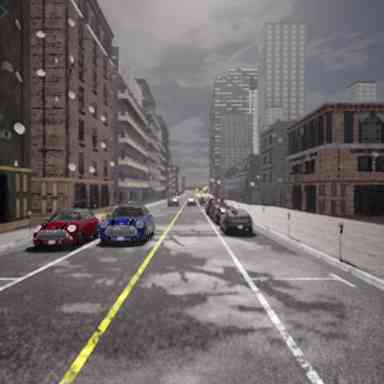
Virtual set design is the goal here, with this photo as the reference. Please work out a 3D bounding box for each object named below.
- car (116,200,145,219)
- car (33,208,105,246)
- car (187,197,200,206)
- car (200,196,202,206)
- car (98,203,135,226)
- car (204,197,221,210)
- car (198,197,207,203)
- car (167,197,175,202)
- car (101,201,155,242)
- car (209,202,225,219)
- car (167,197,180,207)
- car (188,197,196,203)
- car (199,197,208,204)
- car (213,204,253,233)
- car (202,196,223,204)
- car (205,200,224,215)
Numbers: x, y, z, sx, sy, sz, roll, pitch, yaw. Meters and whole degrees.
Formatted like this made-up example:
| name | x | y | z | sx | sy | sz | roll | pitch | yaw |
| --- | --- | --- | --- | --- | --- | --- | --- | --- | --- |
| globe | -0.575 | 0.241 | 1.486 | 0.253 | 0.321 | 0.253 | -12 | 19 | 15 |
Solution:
| name | x | y | z | sx | sy | sz | roll | pitch | yaw |
| --- | --- | --- | --- | --- | --- | --- | --- | --- | --- |
| car | -5.746 | 1.635 | 31.561 | 1.967 | 1.590 | 4.097 | -1 | 0 | 0 |
| car | -5.726 | 1.537 | 15.558 | 1.967 | 1.590 | 4.097 | -1 | 0 | 0 |
| car | -0.080 | 1.920 | 62.044 | 2.033 | 1.411 | 5.357 | 0 | 0 | 0 |
| car | 2.555 | 1.705 | 65.100 | 2.192 | 1.841 | 5.009 | -1 | 0 | 0 |
| car | -5.737 | 1.685 | 25.810 | 1.752 | 1.417 | 4.829 | -1 | 0 | 0 |
| car | 2.937 | 1.645 | 48.236 | 2.097 | 1.767 | 4.553 | 0 | 0 | 0 |
| car | 2.576 | 2.034 | 81.837 | 2.008 | 1.369 | 4.403 | -1 | 0 | 0 |
| car | -5.822 | 2.125 | 92.941 | 1.802 | 1.307 | 4.206 | -1 | 0 | 0 |
| car | -3.122 | 1.457 | 16.770 | 2.097 | 1.767 | 4.553 | 0 | 0 | 0 |
| car | 2.610 | 1.727 | 26.041 | 1.947 | 1.339 | 4.313 | -1 | 0 | 0 |
| car | -3.133 | 1.909 | 57.442 | 1.994 | 1.385 | 4.181 | 0 | 0 | 0 |
| car | -0.104 | 1.926 | 80.816 | 1.895 | 1.301 | 4.718 | 0 | 0 | 0 |
| car | 2.569 | 1.979 | 76.428 | 1.752 | 1.417 | 4.829 | -1 | 0 | 0 |
| car | 2.650 | 1.688 | 20.469 | 2.008 | 1.369 | 4.403 | -1 | 0 | 0 |
| car | 2.591 | 1.544 | 37.201 | 2.192 | 1.841 | 5.009 | -1 | 0 | 0 |
| car | 2.603 | 1.761 | 31.621 | 1.947 | 1.339 | 4.313 | -1 | 0 | 0 |
